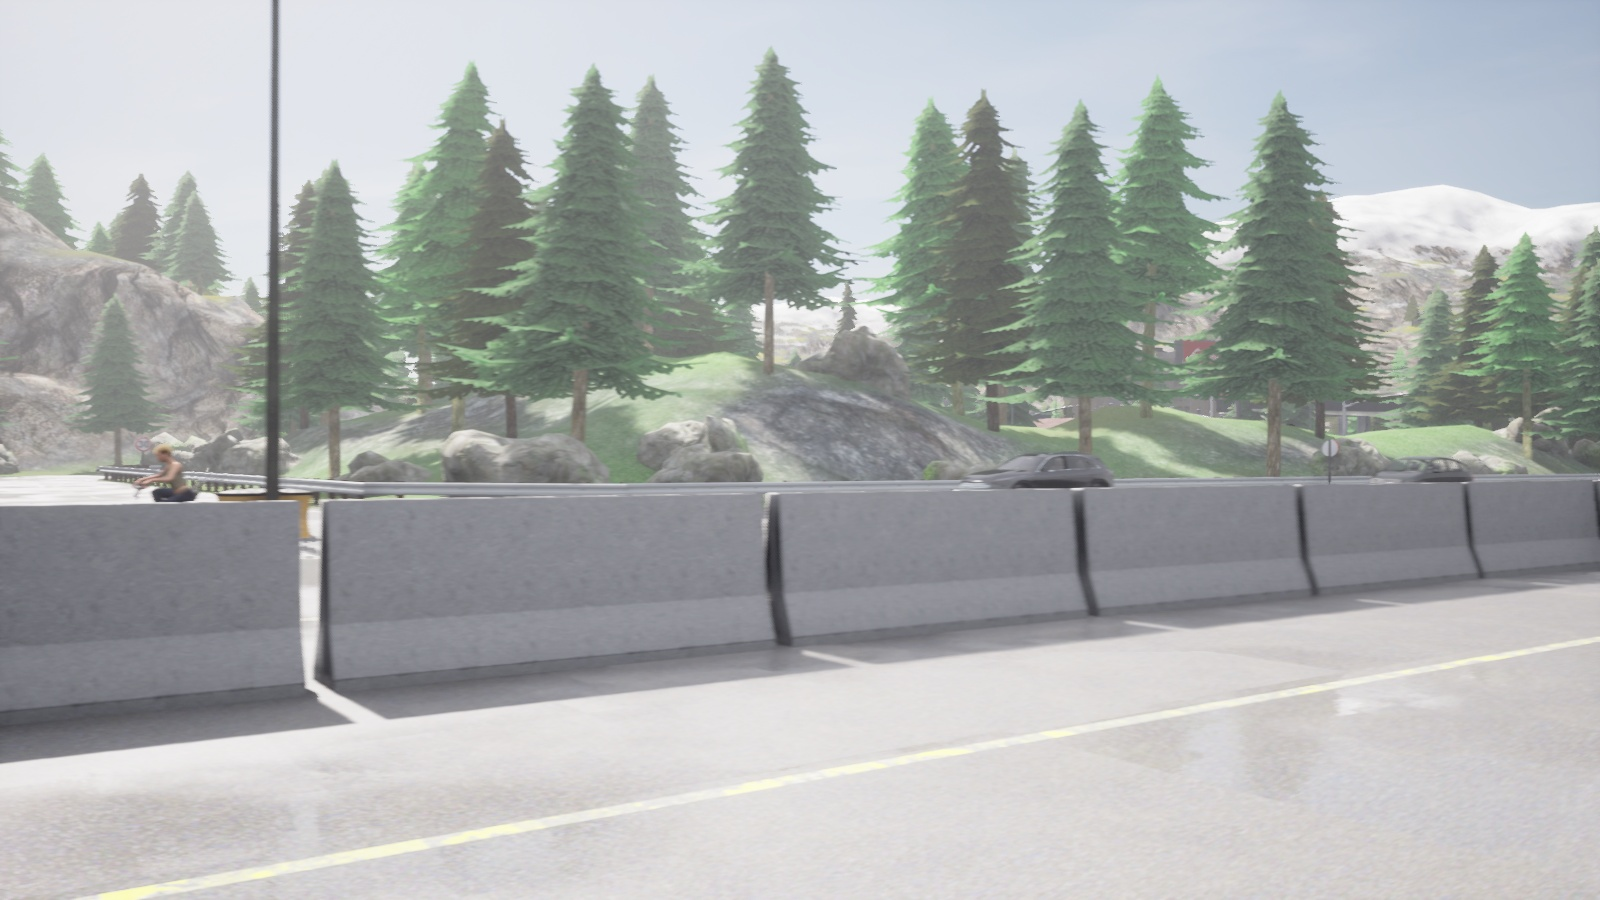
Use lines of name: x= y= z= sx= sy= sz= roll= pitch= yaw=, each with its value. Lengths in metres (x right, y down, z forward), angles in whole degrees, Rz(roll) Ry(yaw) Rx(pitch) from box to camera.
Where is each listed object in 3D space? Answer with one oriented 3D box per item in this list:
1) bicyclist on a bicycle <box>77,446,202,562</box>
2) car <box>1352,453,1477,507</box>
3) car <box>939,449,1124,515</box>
bicyclist on a bicycle: x=-9.619 y=0.754 z=18.291 sx=1.509 sy=1.612 sz=0.866 roll=0 pitch=0 yaw=-35
car: x=18.515 y=0.888 z=37.805 sx=3.705 sy=1.549 sz=1.789 roll=1 pitch=-1 yaw=-35
car: x=6.224 y=0.815 z=33.559 sx=4.856 sy=1.649 sz=2.033 roll=0 pitch=0 yaw=-35
